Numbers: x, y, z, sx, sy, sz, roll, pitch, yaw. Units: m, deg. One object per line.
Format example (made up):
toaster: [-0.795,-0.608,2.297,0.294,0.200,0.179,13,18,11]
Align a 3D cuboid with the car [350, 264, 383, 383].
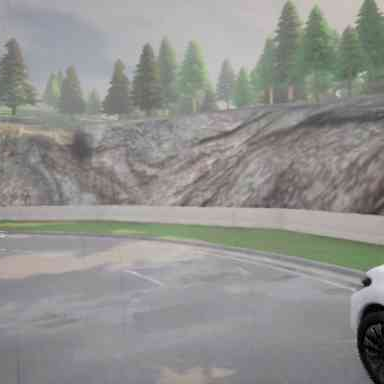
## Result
car: [3.311,1.181,1.980,2.150,2.045,5.566,0,0,-5]
